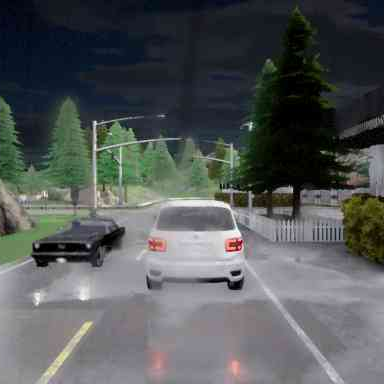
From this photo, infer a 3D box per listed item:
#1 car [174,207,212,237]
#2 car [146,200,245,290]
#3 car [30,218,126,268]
[{"bbox_3d":[0.018,1.601,18.977,1.895,1.301,4.718,0,0,0],"label":"car"},{"bbox_3d":[0.064,1.221,9.214,2.150,2.045,5.566,0,0,0],"label":"car"},{"bbox_3d":[-3.634,1.601,11.481,1.895,1.301,4.718,0,0,0],"label":"car"}]
